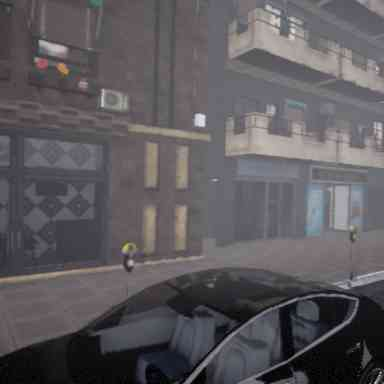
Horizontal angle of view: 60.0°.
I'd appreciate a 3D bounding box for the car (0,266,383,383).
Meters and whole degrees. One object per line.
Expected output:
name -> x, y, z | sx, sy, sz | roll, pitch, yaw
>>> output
car -> 0.183, 1.515, 3.088 | 4.313, 1.339, 1.947 | 1, 1, -34
